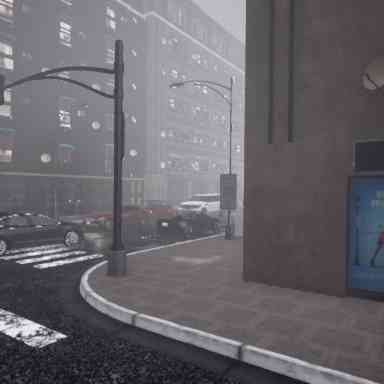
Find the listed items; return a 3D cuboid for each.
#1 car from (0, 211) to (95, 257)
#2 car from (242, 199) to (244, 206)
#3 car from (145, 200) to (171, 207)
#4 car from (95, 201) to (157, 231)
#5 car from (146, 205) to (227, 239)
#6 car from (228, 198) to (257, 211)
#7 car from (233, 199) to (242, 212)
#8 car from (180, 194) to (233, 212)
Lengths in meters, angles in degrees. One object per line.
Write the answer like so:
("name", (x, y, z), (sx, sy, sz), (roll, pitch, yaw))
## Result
("car", (-6.494, 1.503, 12.946), (1.837, 1.490, 4.892), (1, 0, 35))
("car", (6.961, 1.289, 37.281), (2.097, 1.767, 4.553), (1, 1, 35))
("car", (-3.368, 1.362, 26.841), (1.967, 1.590, 4.097), (1, 1, 35))
("car", (-4.569, 1.487, 20.829), (1.812, 1.442, 4.674), (1, 1, 35))
("car", (-0.117, 1.599, 17.746), (1.947, 1.339, 4.313), (1, 1, 35))
("car", (6.242, 1.483, 40.576), (1.802, 1.307, 4.206), (1, 1, 35))
("car", (3.041, 1.224, 35.996), (2.192, 1.841, 5.009), (1, 1, 35))
("car", (1.096, 1.171, 28.919), (2.150, 2.045, 5.566), (1, 1, 35))
